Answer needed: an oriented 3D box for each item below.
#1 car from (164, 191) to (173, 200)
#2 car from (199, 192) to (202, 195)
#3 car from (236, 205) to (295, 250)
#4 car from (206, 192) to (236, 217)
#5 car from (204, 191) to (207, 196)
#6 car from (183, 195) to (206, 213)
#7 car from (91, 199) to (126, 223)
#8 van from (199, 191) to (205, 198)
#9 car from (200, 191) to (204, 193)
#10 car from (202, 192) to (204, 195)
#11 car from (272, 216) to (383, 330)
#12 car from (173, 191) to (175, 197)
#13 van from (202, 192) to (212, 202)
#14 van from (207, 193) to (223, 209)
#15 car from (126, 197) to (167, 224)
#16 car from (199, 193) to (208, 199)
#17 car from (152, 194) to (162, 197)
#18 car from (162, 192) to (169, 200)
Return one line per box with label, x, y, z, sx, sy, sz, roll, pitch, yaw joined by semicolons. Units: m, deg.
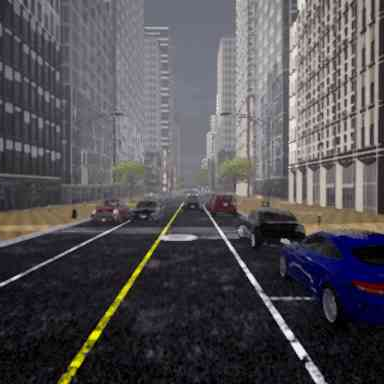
car;-5.631;0.927;68.822;1.967;1.590;4.097;-1;0;0
car;0.104;1.167;45.782;1.837;1.490;4.892;0;1;0
car;3.160;1.403;13.760;1.837;1.490;4.892;0;0;0
car;2.709;1.100;29.028;2.192;1.841;5.009;-1;0;0
car;2.714;1.058;34.712;2.192;1.841;5.009;-1;0;0
car;0.107;1.318;33.260;1.994;1.385;4.181;0;0;1
car;-5.676;1.267;23.353;1.967;1.590;4.097;-1;0;0
van;2.770;0.655;91.547;1.690;1.788;3.998;-1;0;0
car;2.737;1.013;57.447;1.967;1.590;4.097;-1;0;0
car;2.727;1.099;46.080;1.967;1.590;4.097;-1;0;0
car;3.156;1.475;6.760;1.812;1.442;4.674;0;0;0
car;-5.627;0.759;74.504;2.192;1.841;5.009;-1;0;0
van;2.742;0.871;63.129;1.690;1.788;3.998;-1;0;0
van;2.720;1.042;40.395;1.690;1.788;3.998;-1;0;0
car;-3.077;1.332;23.353;1.837;1.490;4.892;0;0;0
car;2.761;0.952;80.181;2.008;1.369;4.403;-1;0;0
car;-5.653;1.224;46.089;1.947;1.339;4.313;-1;0;0
car;-5.642;1.124;57.456;2.008;1.369;4.403;-1;0;0
